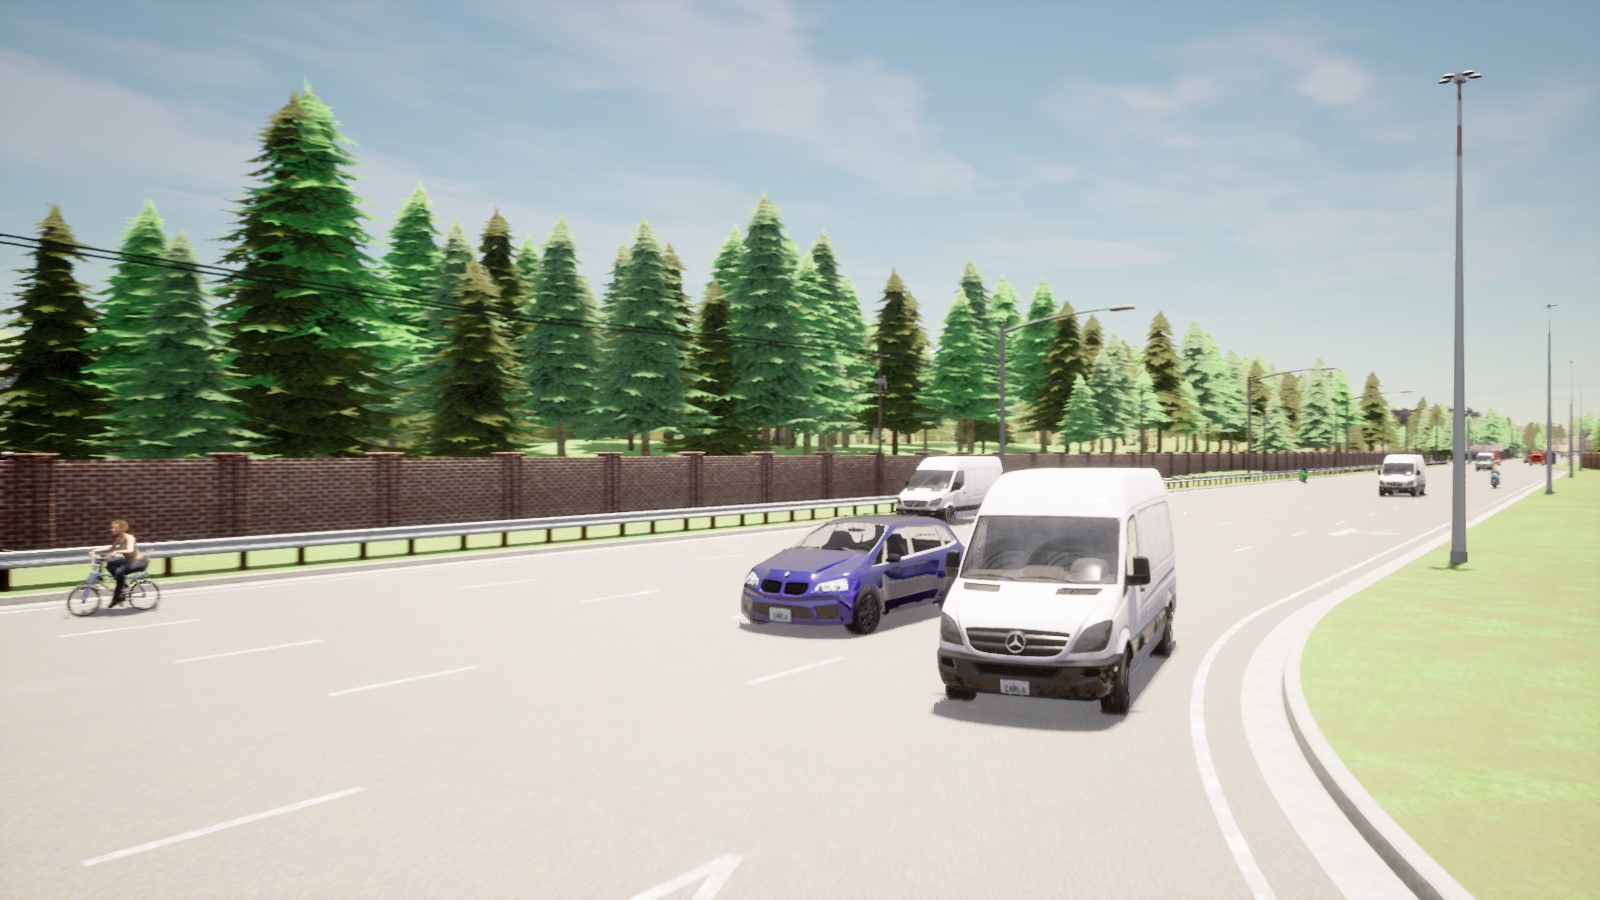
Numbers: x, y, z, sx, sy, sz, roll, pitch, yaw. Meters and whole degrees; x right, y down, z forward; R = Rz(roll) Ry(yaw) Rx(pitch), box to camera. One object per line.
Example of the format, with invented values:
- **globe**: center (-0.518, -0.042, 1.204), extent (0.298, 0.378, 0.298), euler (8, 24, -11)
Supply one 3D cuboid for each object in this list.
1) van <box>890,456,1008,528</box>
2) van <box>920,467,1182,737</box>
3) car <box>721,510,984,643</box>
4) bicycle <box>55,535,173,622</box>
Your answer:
- **van**: center (5.851, 1.541, 44.146), extent (1.988, 2.561, 5.915), euler (0, 0, 35)
- **van**: center (3.400, 1.538, 14.297), extent (1.988, 2.561, 5.915), euler (0, 0, 24)
- **car**: center (1.020, 1.969, 19.069), extent (2.242, 1.667, 4.611), euler (0, 0, 35)
- **bicycle**: center (-11.616, 2.146, 19.369), extent (0.859, 1.276, 1.487), euler (0, 0, 35)
